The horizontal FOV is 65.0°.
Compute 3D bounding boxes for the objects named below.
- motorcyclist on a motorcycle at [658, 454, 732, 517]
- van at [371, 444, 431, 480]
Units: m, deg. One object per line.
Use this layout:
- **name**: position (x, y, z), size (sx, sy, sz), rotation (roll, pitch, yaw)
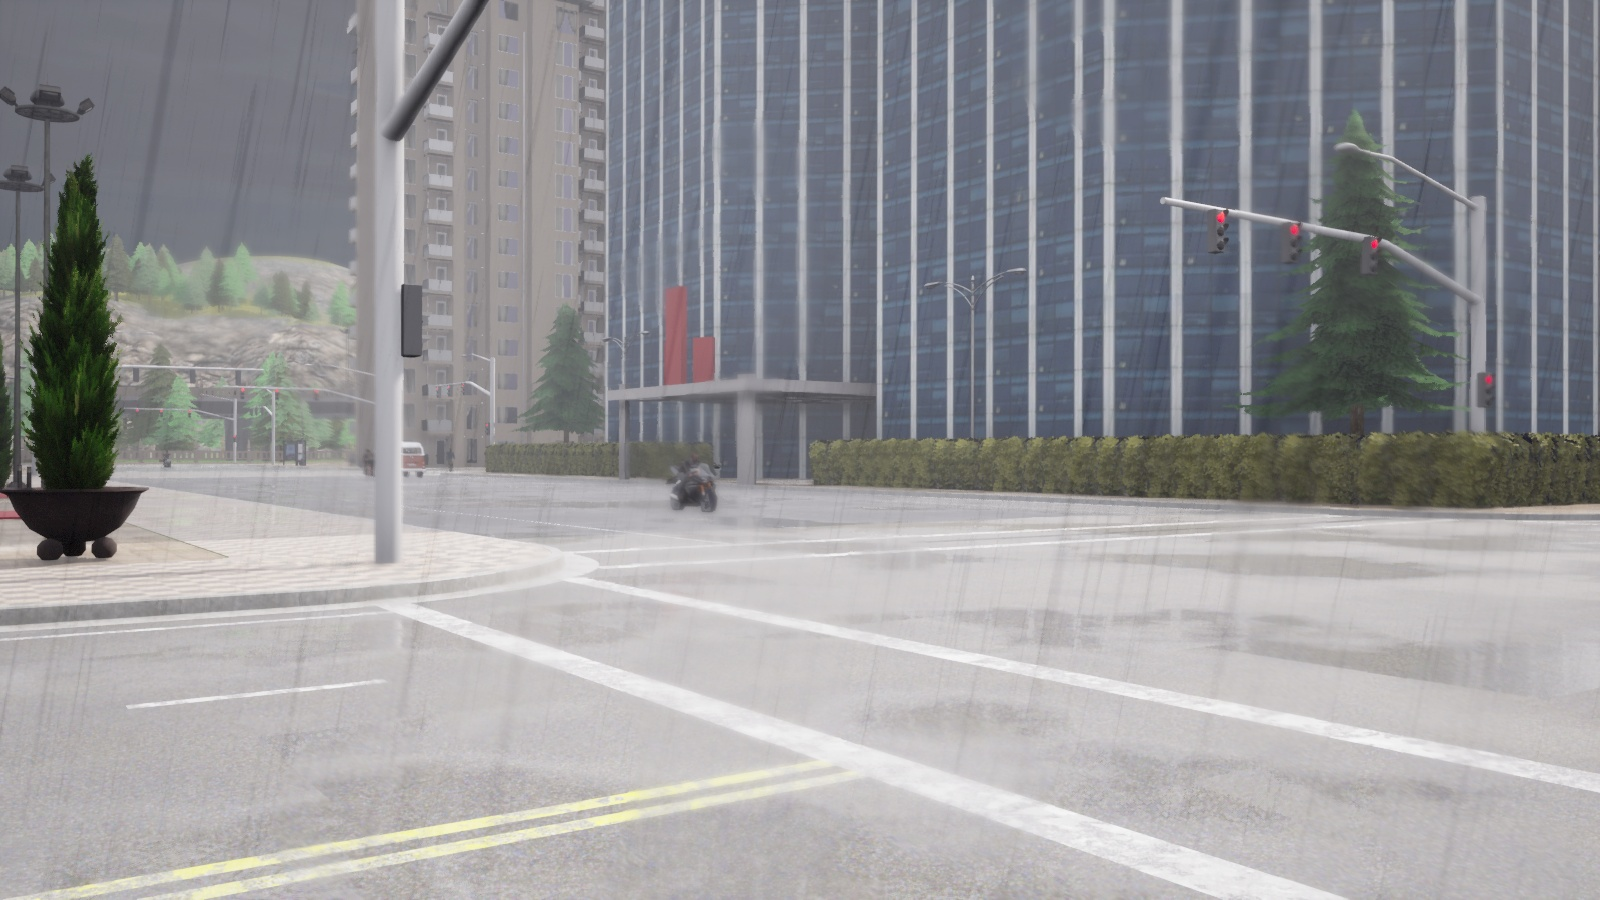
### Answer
- **motorcyclist on a motorcycle**: position (-2.683, 0.863, 31.834), size (0.866, 1.530, 2.191), rotation (0, 0, -35)
- **van**: position (-23.235, 0.696, 73.072), size (2.069, 2.038, 4.480), rotation (0, 0, -35)
